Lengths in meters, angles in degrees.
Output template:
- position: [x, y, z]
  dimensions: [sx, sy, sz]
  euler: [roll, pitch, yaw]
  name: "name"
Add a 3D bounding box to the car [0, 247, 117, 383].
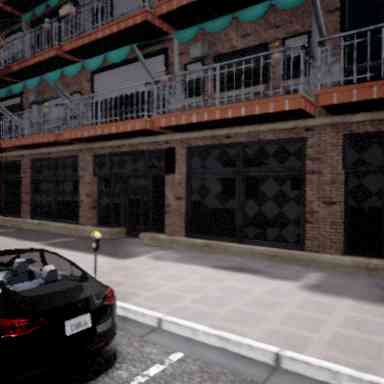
- position: [-2.984, 1.524, 5.000]
  dimensions: [4.313, 1.339, 1.947]
  euler: [1, 1, 36]
  name: "car"
